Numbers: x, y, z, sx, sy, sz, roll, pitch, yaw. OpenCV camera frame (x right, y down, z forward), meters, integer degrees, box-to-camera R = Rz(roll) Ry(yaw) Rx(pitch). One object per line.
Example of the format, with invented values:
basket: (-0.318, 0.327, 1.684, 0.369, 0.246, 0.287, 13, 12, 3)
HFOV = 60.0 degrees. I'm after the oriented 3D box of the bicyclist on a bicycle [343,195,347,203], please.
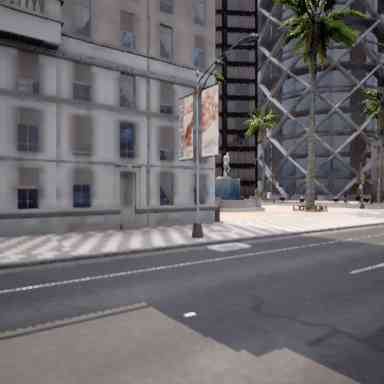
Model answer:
bicyclist on a bicycle: (29.494, 1.274, 64.001, 0.582, 1.620, 1.656, 0, 0, 43)
